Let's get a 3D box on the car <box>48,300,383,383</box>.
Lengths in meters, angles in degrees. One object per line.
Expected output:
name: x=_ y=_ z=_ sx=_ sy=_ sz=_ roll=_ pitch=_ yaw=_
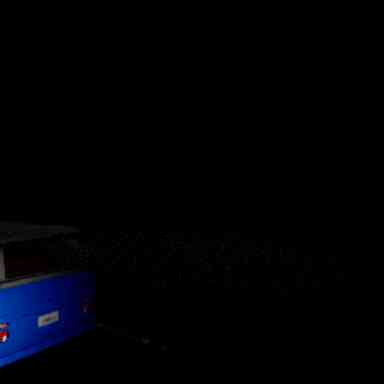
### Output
car: x=1.316 y=1.566 z=1.908 sx=4.313 sy=1.339 sz=1.947 roll=0 pitch=0 yaw=35

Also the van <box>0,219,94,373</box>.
van: x=-3.275 y=1.322 z=5.181 sx=3.998 sy=1.788 sz=1.690 roll=0 pitch=0 yaw=35
